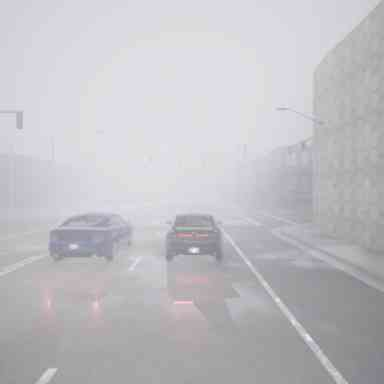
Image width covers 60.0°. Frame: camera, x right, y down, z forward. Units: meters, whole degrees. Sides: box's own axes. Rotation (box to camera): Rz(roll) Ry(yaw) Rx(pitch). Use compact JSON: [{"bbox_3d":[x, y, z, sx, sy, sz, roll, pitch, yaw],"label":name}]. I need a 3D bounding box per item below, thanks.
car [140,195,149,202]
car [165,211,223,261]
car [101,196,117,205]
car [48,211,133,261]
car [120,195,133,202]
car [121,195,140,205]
[{"bbox_3d":[-10.495,1.378,71.439,1.895,1.301,4.718,0,0,0],"label":"car"},{"bbox_3d":[0.078,1.466,12.133,1.837,1.490,4.892,0,0,0],"label":"car"},{"bbox_3d":[-14.042,1.353,56.273,1.812,1.442,4.674,0,0,1],"label":"car"},{"bbox_3d":[-3.421,1.441,12.136,1.882,1.535,5.008,0,0,0],"label":"car"},{"bbox_3d":[-13.995,1.305,71.451,1.812,1.442,4.674,0,0,0],"label":"car"},{"bbox_3d":[-10.545,1.429,56.091,1.895,1.301,4.718,0,0,1],"label":"car"}]
